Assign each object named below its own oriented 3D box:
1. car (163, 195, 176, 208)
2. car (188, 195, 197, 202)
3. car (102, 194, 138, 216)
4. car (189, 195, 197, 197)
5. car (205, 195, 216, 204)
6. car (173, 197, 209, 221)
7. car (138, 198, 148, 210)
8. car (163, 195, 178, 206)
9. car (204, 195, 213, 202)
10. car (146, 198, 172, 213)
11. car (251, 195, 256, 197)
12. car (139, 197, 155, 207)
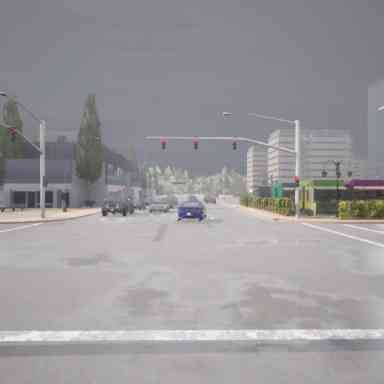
[{"bbox_3d":[-3.564,1.505,46.061,1.837,1.490,4.892,0,0,0],"label":"car"},{"bbox_3d":[0.055,1.372,73.894,1.837,1.490,4.892,0,0,0],"label":"car"},{"bbox_3d":[-7.089,1.221,32.408,2.150,2.045,5.566,0,0,1],"label":"car"},{"bbox_3d":[0.047,1.491,63.620,2.128,1.511,4.902,0,0,0],"label":"car"},{"bbox_3d":[3.547,1.491,63.618,2.128,1.511,4.902,0,0,0],"label":"car"},{"bbox_3d":[0.030,1.478,27.068,1.882,1.535,5.008,1,0,6],"label":"car"},{"bbox_3d":[-7.068,1.491,42.296,2.128,1.511,4.902,0,0,0],"label":"car"},{"bbox_3d":[-3.542,1.352,55.925,2.097,1.767,4.553,0,0,0],"label":"car"},{"bbox_3d":[3.555,1.397,73.893,1.812,1.442,4.674,0,0,0],"label":"car"},{"bbox_3d":[-3.573,1.601,36.747,1.895,1.301,4.718,0,0,0],"label":"car"},{"bbox_3d":[17.833,1.153,86.775,4.605,1.855,1.932,0,0,-1],"label":"car"},{"bbox_3d":[-7.051,1.564,52.253,1.994,1.385,4.181,0,0,0],"label":"car"}]
